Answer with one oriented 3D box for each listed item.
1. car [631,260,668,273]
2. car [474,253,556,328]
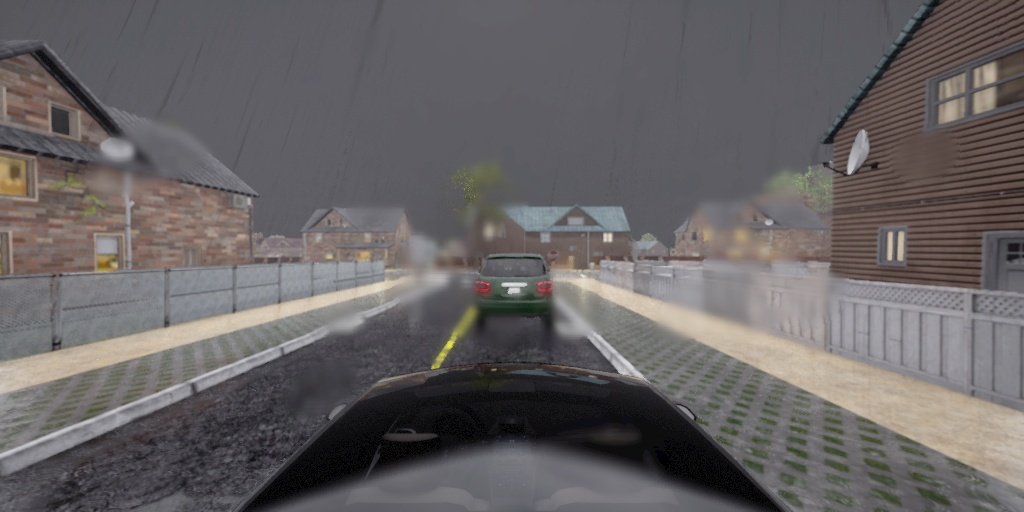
[{"bbox_3d":[12.437,1.113,33.693,4.902,1.511,2.128,0,2,2],"label":"car"},{"bbox_3d":[0.099,0.942,11.395,2.150,2.045,5.566,0,0,1],"label":"car"}]
